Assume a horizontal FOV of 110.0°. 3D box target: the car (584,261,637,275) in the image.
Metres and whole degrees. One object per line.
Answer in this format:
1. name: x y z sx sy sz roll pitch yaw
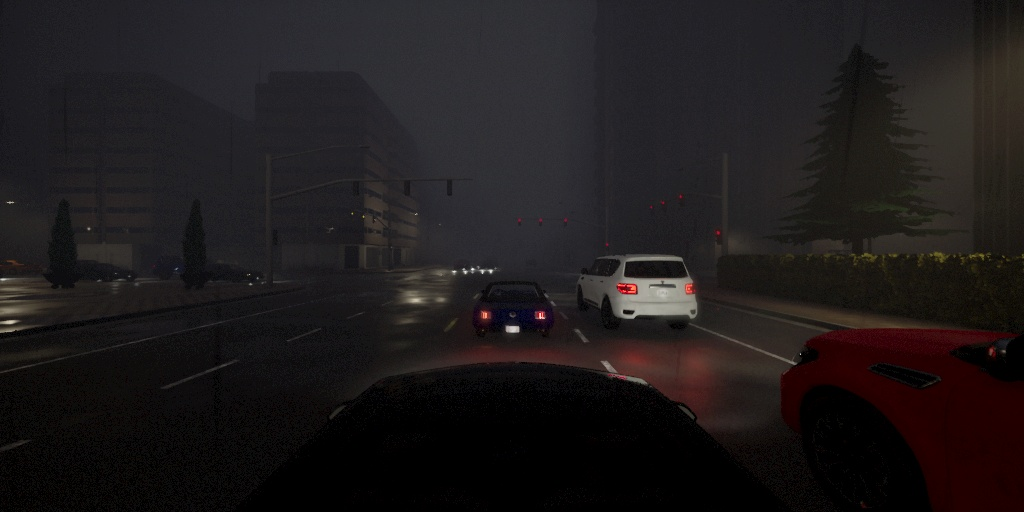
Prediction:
1. car: 10.498 1.297 38.604 5.357 1.411 2.033 0 0 11

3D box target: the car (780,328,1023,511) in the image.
1. car: 3.601 0.971 0.983 2.150 2.045 5.566 0 0 0

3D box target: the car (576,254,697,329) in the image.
1. car: 3.573 0.971 11.362 2.150 2.045 5.566 0 0 -2

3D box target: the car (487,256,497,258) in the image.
1. car: -3.655 0.971 64.703 2.150 2.045 5.566 0 0 0

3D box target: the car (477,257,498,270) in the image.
1. car: -3.659 1.314 53.982 1.994 1.385 4.181 0 0 0

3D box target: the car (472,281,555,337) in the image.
1. car: 0.043 1.351 10.233 1.895 1.301 4.718 0 0 0

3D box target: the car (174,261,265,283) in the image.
1. car: -22.008 1.297 27.331 5.357 1.411 2.033 0 0 1

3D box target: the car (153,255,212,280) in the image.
1. car: -27.505 0.972 30.902 5.566 2.045 2.150 0 0 0

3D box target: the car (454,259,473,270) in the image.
1. car: -7.163 1.228 51.739 1.882 1.535 5.008 0 0 0

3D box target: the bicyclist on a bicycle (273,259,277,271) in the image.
1. bicyclist on a bicycle: -28.701 1.051 42.895 0.582 1.620 1.656 0 0 0

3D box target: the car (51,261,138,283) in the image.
1. car: -31.592 1.276 27.438 4.674 1.442 1.812 0 0 1

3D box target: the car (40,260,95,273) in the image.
1. car: -36.974 1.102 30.985 4.553 1.767 2.097 0 0 1

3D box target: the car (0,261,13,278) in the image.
1. car: -46.943 1.314 31.083 4.181 1.385 1.994 0 0 0

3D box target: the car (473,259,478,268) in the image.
1. car: -7.170 1.351 61.070 1.895 1.301 4.718 0 0 0
